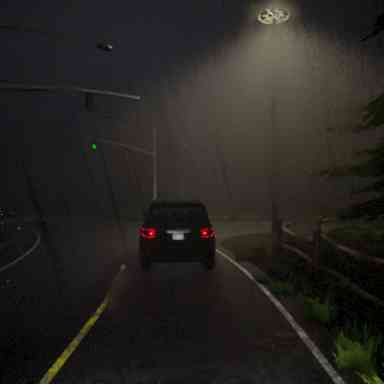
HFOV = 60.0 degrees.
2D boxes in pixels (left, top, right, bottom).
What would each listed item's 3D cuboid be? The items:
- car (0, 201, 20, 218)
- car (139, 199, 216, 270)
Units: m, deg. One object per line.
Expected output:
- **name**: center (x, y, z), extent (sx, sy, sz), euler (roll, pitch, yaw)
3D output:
- **car**: center (-17.193, 1.577, 29.287), extent (4.892, 1.490, 1.837), euler (0, 0, 30)
- **car**: center (-0.521, 1.251, 11.318), extent (2.150, 2.045, 5.566), euler (0, 0, -4)
